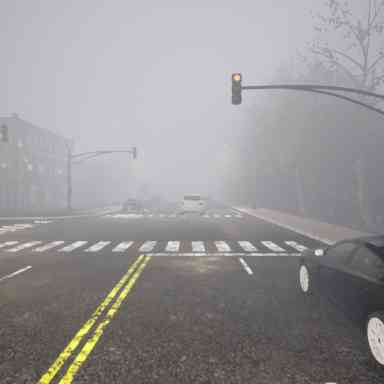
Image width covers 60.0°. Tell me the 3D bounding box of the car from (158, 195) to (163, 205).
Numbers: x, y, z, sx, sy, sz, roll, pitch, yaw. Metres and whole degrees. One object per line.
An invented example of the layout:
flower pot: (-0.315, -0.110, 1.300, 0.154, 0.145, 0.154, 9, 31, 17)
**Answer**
car: (-6.568, 1.457, 57.099, 1.882, 1.535, 5.008, 0, 0, 0)

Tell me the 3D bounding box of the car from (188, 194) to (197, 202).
car: (0.022, 1.323, 79.121, 2.097, 1.767, 4.553, 0, 0, 0)

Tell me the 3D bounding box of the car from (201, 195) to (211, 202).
car: (3.270, 1.492, 79.178, 2.128, 1.511, 4.902, 0, 0, 0)

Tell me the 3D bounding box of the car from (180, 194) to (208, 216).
car: (0.156, 1.212, 32.683, 2.150, 2.045, 5.566, 1, 0, 5)

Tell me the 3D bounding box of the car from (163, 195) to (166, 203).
car: (-6.505, 1.327, 67.187, 2.097, 1.767, 4.553, 0, 0, 1)

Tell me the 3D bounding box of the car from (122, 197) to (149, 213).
car: (-6.581, 1.480, 37.613, 2.128, 1.511, 4.902, 0, 0, 0)

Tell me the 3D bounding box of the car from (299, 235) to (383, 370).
car: (3.344, 1.476, 5.663, 1.882, 1.535, 5.008, 0, 0, 1)

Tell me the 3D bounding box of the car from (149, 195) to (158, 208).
car: (-6.577, 1.475, 47.071, 2.128, 1.511, 4.902, 0, 0, 0)

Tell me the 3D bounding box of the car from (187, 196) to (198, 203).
car: (0.122, 1.521, 68.637, 2.033, 1.411, 5.357, 0, 0, 0)

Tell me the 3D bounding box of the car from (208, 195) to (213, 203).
car: (3.370, 1.478, 68.989, 1.837, 1.490, 4.892, 0, 0, 0)
